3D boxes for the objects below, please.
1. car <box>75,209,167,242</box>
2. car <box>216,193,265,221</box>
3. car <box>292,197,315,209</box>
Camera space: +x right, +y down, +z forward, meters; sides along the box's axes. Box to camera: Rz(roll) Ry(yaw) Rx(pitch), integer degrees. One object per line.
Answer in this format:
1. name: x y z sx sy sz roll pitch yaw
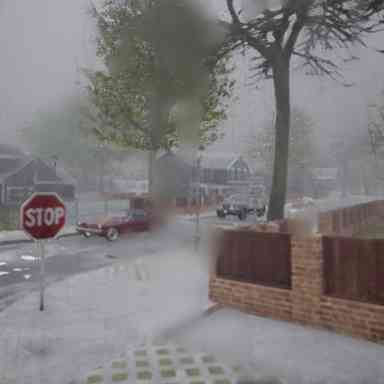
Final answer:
1. car: -3.416 1.572 16.785 1.895 1.301 4.718 2 1 35
2. car: 4.144 1.132 27.490 2.150 2.045 5.566 2 1 36
3. car: 13.899 1.318 41.219 1.812 1.442 4.674 2 1 35
